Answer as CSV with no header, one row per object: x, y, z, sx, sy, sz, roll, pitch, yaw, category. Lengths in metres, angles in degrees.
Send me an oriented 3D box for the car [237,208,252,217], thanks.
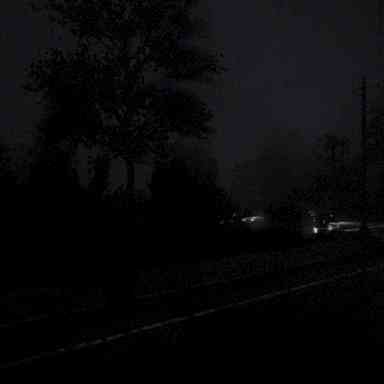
3.923,1.769,33.194,1.994,1.385,4.181,0,-1,-41,car

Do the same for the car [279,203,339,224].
9.312,1.651,26.741,1.994,1.385,4.181,0,-1,-39,car

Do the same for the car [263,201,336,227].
7.295,1.426,23.618,2.097,1.767,4.553,0,-1,-38,car
